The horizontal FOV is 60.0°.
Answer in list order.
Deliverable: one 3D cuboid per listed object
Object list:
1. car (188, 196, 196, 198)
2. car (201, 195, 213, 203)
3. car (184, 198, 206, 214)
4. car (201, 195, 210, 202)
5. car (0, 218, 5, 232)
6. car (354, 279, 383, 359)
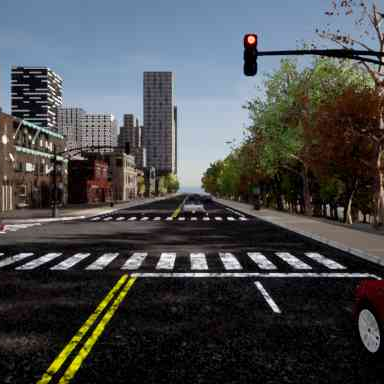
[{"bbox_3d":[-0.063,1.482,64.464,1.837,1.490,4.892,0,0,0],"label":"car"},{"bbox_3d":[3.181,1.523,65.814,2.033,1.411,5.357,0,0,0],"label":"car"},{"bbox_3d":[0.111,1.590,34.314,1.895,1.301,4.718,0,0,-1],"label":"car"},{"bbox_3d":[3.059,1.470,76.308,1.837,1.490,4.892,0,0,0],"label":"car"},{"bbox_3d":[-12.271,1.588,17.216,5.008,1.535,1.882,-2,0,10],"label":"car"},{"bbox_3d":[3.342,1.477,2.948,1.882,1.535,5.008,0,0,0],"label":"car"}]
